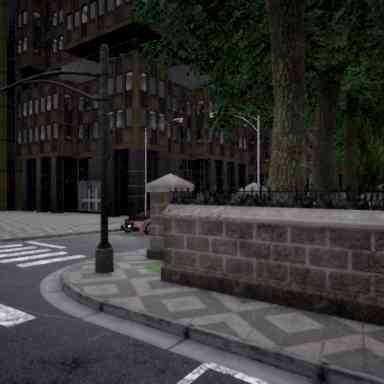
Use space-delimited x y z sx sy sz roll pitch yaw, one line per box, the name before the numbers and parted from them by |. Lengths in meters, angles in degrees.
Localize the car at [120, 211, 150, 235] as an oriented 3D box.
car | -2.595 1.911 21.562 1.994 1.385 4.181 0 -1 35
